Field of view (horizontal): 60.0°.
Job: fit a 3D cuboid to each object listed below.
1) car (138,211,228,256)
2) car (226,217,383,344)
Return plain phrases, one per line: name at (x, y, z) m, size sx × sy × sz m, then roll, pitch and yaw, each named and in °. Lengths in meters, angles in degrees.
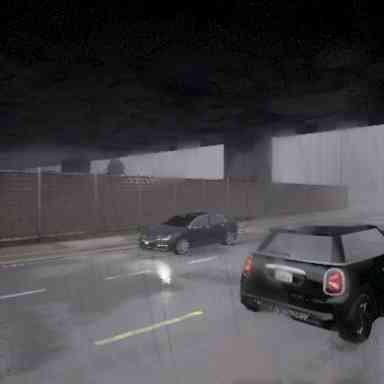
car at (0.018, 1.594, 13.819) m, size 1.837 × 1.490 × 4.892 m, roll 0°, pitch 0°, yaw 43°
car at (3.047, 1.385, 6.807) m, size 4.553 × 1.767 × 2.097 m, roll 0°, pitch -1°, yaw -43°
